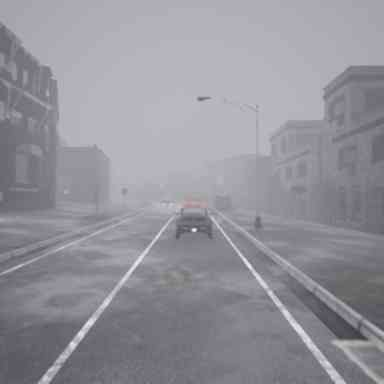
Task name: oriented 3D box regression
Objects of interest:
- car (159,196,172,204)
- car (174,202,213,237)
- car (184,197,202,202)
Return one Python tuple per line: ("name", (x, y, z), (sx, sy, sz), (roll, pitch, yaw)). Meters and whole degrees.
("car", (-5.157, 1.583, 65.738), (1.812, 1.442, 4.674), (1, 0, -14))
("car", (0.101, 1.524, 17.977), (1.837, 1.490, 4.892), (0, 0, 0))
("car", (0.103, 1.392, 38.774), (2.097, 1.767, 4.553), (0, 0, 0))
